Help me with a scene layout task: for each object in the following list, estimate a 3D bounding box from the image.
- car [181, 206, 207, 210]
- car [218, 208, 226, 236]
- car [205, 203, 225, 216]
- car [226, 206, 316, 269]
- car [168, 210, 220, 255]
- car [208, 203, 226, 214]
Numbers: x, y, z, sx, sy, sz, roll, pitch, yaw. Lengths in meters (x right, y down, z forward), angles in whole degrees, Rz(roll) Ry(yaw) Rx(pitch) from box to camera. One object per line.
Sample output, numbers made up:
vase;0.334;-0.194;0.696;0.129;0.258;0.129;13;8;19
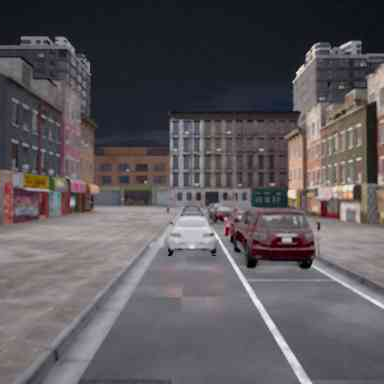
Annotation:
car;0.001;1.889;28.449;1.994;1.385;4.181;0;-1;0
car;2.635;1.737;17.148;1.887;1.381;4.507;0;-1;0
car;2.622;2.002;39.160;2.008;1.369;4.403;0;-1;0
car;2.640;1.445;11.646;2.192;1.841;5.009;0;-1;0
car;0.013;1.681;13.888;1.812;1.442;4.674;0;0;0
car;2.629;1.865;28.154;1.887;1.381;4.507;0;-1;0
